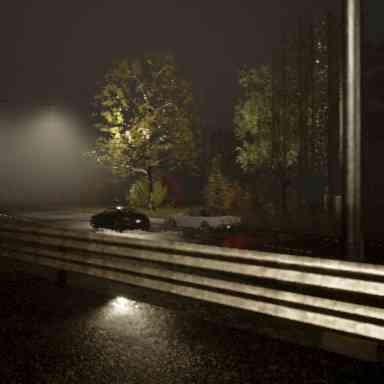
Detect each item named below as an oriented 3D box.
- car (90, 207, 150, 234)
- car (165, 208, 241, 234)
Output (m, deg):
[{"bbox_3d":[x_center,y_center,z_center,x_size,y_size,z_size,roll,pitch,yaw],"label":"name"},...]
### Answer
[{"bbox_3d":[-4.257,1.546,19.419,1.994,1.385,4.181,0,0,-42],"label":"car"},{"bbox_3d":[0.466,1.580,19.426,1.895,1.301,4.718,0,0,-42],"label":"car"}]
